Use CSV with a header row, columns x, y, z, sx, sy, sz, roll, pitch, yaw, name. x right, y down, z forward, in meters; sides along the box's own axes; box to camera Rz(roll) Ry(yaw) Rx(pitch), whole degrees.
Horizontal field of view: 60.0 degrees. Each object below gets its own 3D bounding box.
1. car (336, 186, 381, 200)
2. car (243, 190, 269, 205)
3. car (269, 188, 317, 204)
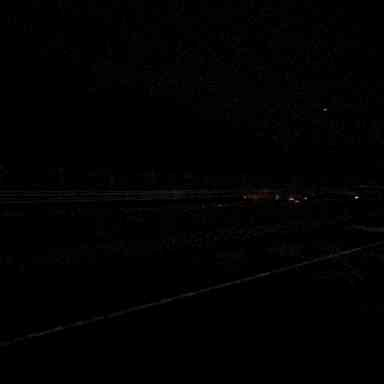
x,y,z,sx,sy,sz,roll,pitch,yaw,name
16.108,0.433,31.986,5.566,2.045,2.150,-1,2,-39,car
7.337,0.528,33.800,5.008,1.535,1.882,-1,3,-40,car
9.781,0.520,31.275,4.553,1.767,2.097,-1,3,-40,car
